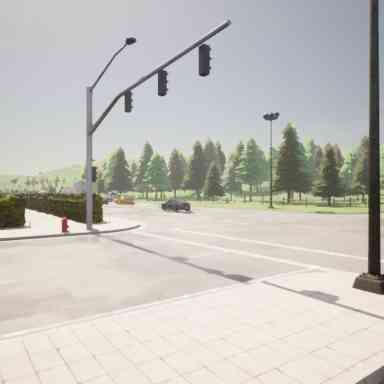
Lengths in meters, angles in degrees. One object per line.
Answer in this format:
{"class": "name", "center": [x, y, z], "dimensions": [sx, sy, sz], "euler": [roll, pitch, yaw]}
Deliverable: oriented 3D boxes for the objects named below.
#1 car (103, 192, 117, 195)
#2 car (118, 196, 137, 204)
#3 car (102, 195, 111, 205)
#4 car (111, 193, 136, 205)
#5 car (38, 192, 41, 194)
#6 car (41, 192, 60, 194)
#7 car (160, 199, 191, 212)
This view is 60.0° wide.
{"class": "car", "center": [-18.219, 1.052, 73.813], "dimensions": [2.150, 2.045, 5.566], "euler": [0, 0, -35]}
{"class": "car", "center": [-12.769, 1.499, 65.889], "dimensions": [1.837, 1.490, 4.892], "euler": [0, 0, -35]}
{"class": "car", "center": [-16.630, 1.596, 59.326], "dimensions": [1.895, 1.301, 4.718], "euler": [0, 0, -35]}
{"class": "car", "center": [-12.168, 1.472, 59.017], "dimensions": [1.882, 1.535, 5.008], "euler": [0, 0, -35]}
{"class": "car", "center": [-29.754, 1.055, 65.879], "dimensions": [2.150, 2.045, 5.566], "euler": [0, 0, -35]}
{"class": "car", "center": [-24.085, 1.219, 57.637], "dimensions": [2.150, 2.045, 5.566], "euler": [0, 0, -35]}
{"class": "car", "center": [-1.901, 1.521, 37.881], "dimensions": [1.812, 1.442, 4.674], "euler": [0, 0, -34]}
